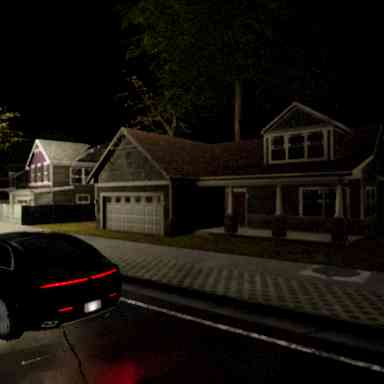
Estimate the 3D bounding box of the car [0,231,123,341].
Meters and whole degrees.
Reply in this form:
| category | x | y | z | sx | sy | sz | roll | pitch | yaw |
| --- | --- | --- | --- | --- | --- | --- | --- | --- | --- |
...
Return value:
| category | x | y | z | sx | sy | sz | roll | pitch | yaw |
| --- | --- | --- | --- | --- | --- | --- | --- | --- | --- |
| car | -3.465 | 1.550 | 6.659 | 4.892 | 1.490 | 1.837 | -1 | 0 | 37 |
